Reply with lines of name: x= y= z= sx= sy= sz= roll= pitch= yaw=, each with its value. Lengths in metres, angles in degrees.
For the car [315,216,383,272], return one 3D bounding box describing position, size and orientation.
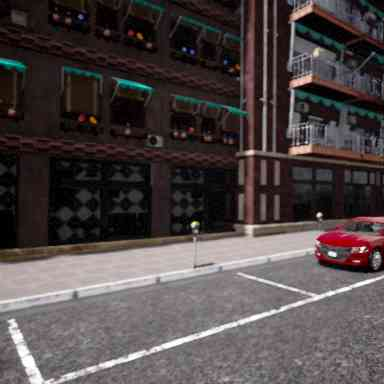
car: x=5.800 y=1.495 z=10.683 sx=4.507 sy=1.381 sz=1.887 roll=0 pitch=1 yaw=-35
